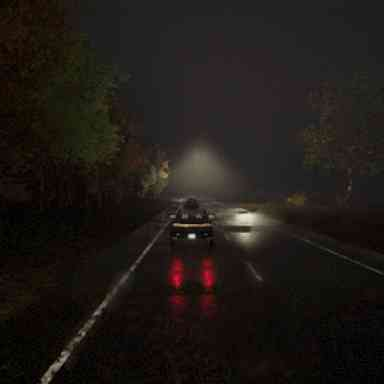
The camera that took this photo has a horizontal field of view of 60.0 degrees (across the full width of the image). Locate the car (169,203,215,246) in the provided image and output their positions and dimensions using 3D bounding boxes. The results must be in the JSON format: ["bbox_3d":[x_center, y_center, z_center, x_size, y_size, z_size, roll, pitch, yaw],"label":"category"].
[{"bbox_3d":[0.000,1.490,15.120,2.128,1.511,4.902,0,0,0],"label":"car"}]

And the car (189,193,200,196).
[{"bbox_3d":[-0.011,1.458,64.516,2.128,1.511,4.902,0,0,0],"label":"car"}]

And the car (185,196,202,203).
[{"bbox_3d":[-0.004,1.552,42.992,1.994,1.385,4.181,0,0,0],"label":"car"}]
